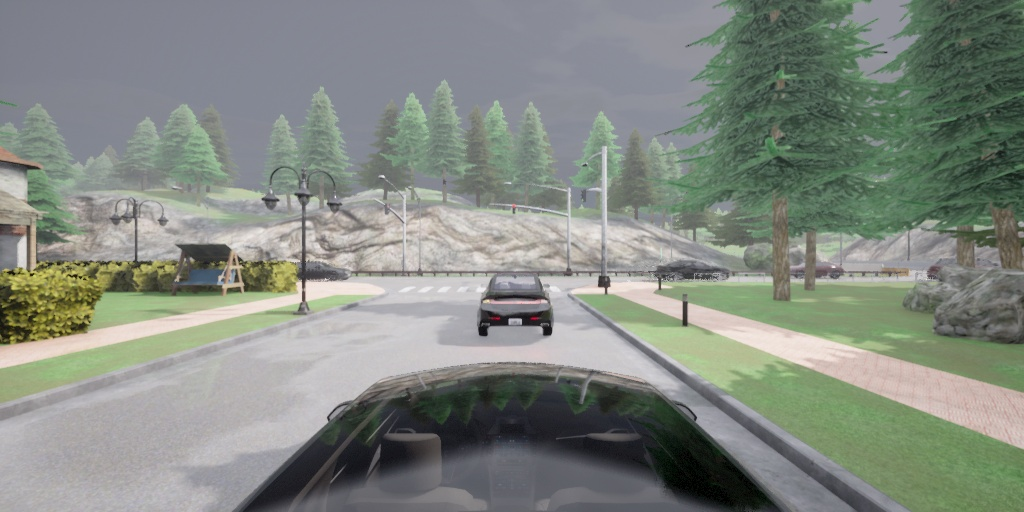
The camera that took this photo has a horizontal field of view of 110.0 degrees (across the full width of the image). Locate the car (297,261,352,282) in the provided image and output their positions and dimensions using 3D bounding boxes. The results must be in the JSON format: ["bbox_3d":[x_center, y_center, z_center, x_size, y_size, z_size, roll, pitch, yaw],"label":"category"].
[{"bbox_3d":[-14.057,1.102,25.826,4.674,1.442,1.812,0,0,0],"label":"car"}]

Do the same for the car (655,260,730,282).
[{"bbox_3d":[12.934,1.055,25.774,5.008,1.535,1.882,0,0,0],"label":"car"}]

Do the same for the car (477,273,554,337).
[{"bbox_3d":[0.094,1.238,10.333,2.128,1.511,4.902,0,0,1],"label":"car"}]

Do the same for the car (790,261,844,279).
[{"bbox_3d":[24.473,1.101,29.411,4.674,1.442,1.812,0,0,0],"label":"car"}]

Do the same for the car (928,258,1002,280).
[{"bbox_3d":[33.023,0.929,25.737,4.553,1.767,2.097,0,0,0],"label":"car"}]
